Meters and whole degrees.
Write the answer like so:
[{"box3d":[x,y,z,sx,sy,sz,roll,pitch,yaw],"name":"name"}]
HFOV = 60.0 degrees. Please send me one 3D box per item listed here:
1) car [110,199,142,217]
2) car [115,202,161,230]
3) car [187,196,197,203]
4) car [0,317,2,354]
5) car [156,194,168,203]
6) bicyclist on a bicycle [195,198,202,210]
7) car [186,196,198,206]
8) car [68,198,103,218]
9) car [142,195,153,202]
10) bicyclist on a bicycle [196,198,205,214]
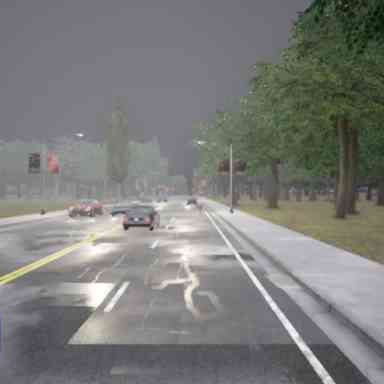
[{"box3d":[-6.597,1.648,32.852,2.033,1.411,5.357,0,0,0],"name":"car"},{"box3d":[-3.150,1.612,21.364,2.033,1.411,5.357,0,0,0],"name":"car"},{"box3d":[-0.001,1.761,75.764,2.128,1.511,4.902,0,0,0],"name":"car"},{"box3d":[-3.149,1.225,1.251,2.150,2.045,5.566,0,0,0],"name":"car"},{"box3d":[-6.501,1.400,72.935,2.150,2.045,5.566,0,0,0],"name":"car"},{"box3d":[0.911,1.574,44.335,0.866,1.612,1.509,0,0,0],"name":"bicyclist on a bicycle"},{"box3d":[0.039,1.692,59.737,1.837,1.490,4.892,0,0,1],"name":"car"},{"box3d":[-9.844,1.447,31.126,2.097,1.767,4.553,0,0,0],"name":"car"},{"box3d":[-9.751,1.539,72.162,2.097,1.767,4.553,0,0,0],"name":"car"},{"box3d":[0.912,1.544,34.906,0.866,1.612,1.509,0,0,0],"name":"bicyclist on a bicycle"}]
